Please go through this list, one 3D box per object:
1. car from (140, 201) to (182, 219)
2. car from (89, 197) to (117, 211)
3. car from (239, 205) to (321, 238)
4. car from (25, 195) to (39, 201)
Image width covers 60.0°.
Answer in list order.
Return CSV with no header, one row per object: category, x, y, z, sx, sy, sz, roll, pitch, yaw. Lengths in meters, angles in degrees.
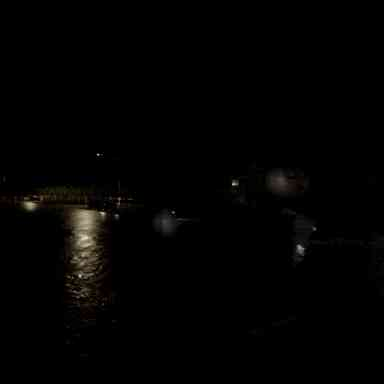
car,-2.611,1.395,27.302,1.994,1.385,4.181,2,-1,-36
car,-10.171,1.264,37.828,1.882,1.535,5.008,2,-1,-36
car,4.379,1.431,17.261,1.812,1.442,4.674,2,-1,-33
car,-40.415,1.609,84.661,1.895,1.301,4.718,2,-2,-36
